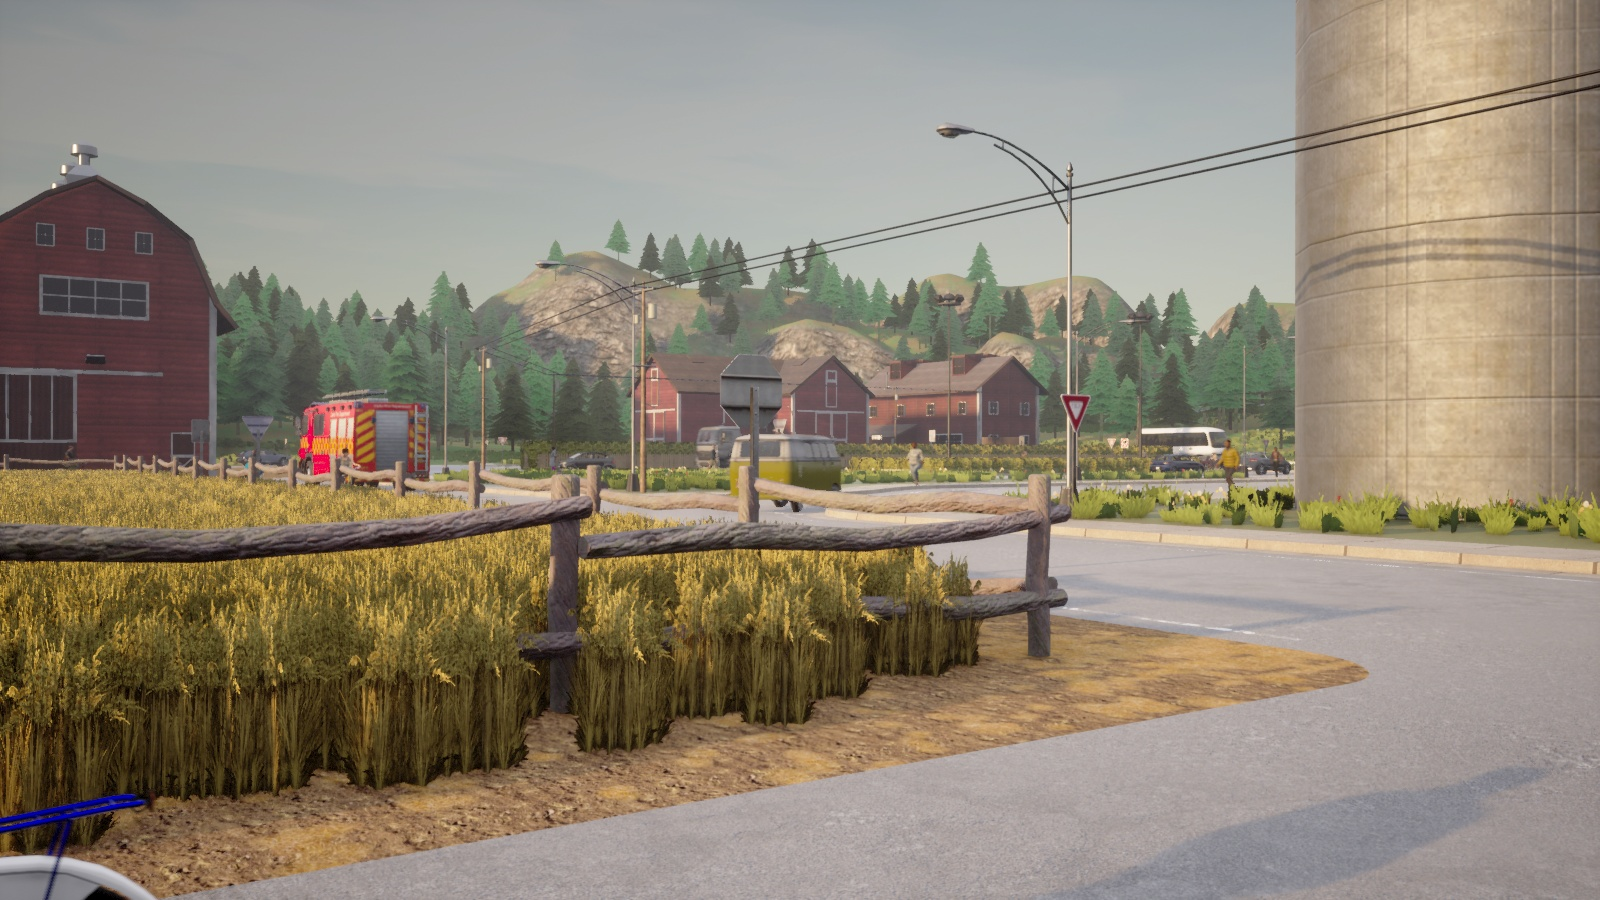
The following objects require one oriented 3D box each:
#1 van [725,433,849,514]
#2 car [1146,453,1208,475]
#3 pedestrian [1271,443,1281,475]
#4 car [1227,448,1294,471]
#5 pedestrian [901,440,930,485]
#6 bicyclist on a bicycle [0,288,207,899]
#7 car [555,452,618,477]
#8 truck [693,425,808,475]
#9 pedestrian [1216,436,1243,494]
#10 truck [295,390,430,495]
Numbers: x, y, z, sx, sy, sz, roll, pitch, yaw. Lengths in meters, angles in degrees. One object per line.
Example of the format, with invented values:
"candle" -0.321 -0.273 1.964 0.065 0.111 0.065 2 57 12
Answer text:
"van" -0.254 0.579 33.094 1.775 1.987 4.442 -1 0 21
"car" 25.536 0.912 84.933 4.193 1.474 1.816 0 0 -35
"pedestrian" 27.303 0.518 72.007 0.328 1.805 0.869 0 0 33
"car" 33.206 0.674 90.477 5.027 1.651 2.152 0 0 -37
"pedestrian" 4.770 0.517 51.946 0.874 1.855 0.900 0 0 35
"bicyclist on a bicycle" -1.983 0.624 1.922 1.843 1.776 0.659 0 0 -37
"car" -14.109 0.950 82.859 3.705 1.549 1.789 -1 0 -27
"truck" -3.517 -0.010 89.924 7.936 3.462 2.891 0 0 -35
"pedestrian" 13.599 0.468 39.757 0.709 1.840 0.431 0 0 -32
"truck" -17.578 -0.260 50.033 2.891 3.827 8.468 0 0 -35
